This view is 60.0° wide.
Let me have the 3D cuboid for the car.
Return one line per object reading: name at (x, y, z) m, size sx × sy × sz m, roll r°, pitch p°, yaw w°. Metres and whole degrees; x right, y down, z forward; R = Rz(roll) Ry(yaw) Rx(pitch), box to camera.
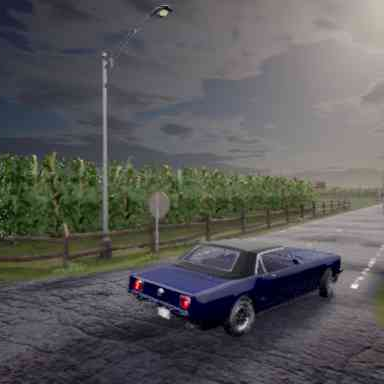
car at (1.203, 1.635, 6.781) m, size 4.718 × 1.301 × 1.895 m, roll 0°, pitch 0°, yaw -42°
